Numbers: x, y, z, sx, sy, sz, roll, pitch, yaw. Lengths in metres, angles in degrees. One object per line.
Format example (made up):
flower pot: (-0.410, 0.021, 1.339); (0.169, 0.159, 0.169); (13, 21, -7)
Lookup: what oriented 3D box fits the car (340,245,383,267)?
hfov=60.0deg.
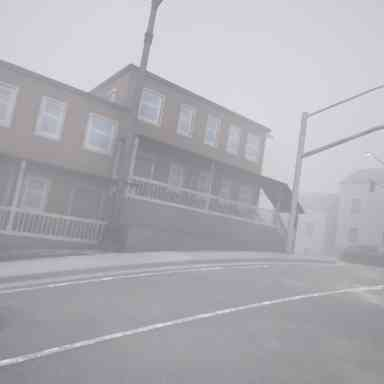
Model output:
car: (13.306, 4.640, 24.156); (2.097, 1.767, 4.553); (13, -14, -30)
